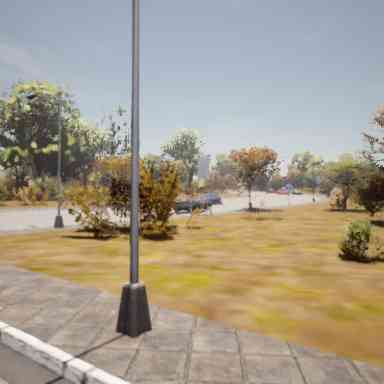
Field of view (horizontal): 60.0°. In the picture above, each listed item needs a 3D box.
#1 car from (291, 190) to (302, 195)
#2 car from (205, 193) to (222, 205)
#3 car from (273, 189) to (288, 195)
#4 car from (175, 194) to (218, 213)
[{"bbox_3d":[28.085,0.181,89.417,1.895,1.301,4.718,0,2,1],"label":"car"},{"bbox_3d":[2.369,0.954,47.501,2.097,1.767,4.553,1,1,39],"label":"car"},{"bbox_3d":[24.603,-0.124,91.056,2.097,1.767,4.553,0,2,-4],"label":"car"},{"bbox_3d":[0.121,1.280,33.378,2.128,1.511,4.902,1,1,39],"label":"car"}]
